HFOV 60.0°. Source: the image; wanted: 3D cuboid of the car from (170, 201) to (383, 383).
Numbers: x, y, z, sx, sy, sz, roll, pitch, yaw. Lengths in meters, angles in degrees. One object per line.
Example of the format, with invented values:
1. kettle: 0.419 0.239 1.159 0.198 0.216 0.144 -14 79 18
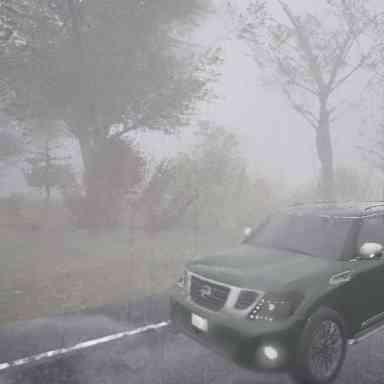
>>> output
1. car: 2.339 1.217 5.661 5.566 2.045 2.150 0 0 -36
